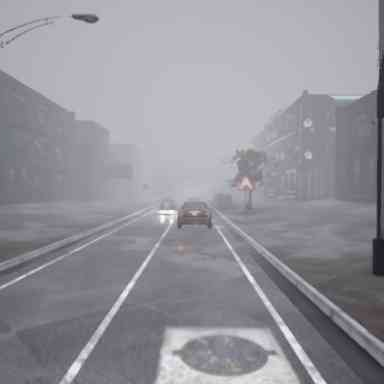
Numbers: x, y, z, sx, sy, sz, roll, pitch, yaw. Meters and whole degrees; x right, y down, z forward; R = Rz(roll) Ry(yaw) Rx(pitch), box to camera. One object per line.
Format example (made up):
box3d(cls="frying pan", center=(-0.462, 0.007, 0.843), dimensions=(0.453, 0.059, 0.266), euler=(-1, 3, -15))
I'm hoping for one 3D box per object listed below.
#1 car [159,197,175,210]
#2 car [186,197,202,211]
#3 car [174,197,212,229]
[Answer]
box3d(cls="car", center=(-2.949, 1.381, 41.373), dimensions=(2.128, 1.511, 4.902), euler=(0, 0, 0))
box3d(cls="car", center=(0.228, 1.400, 40.291), dimensions=(1.837, 1.490, 4.892), euler=(0, 0, 0))
box3d(cls="car", center=(0.170, 1.321, 21.749), dimensions=(2.097, 1.767, 4.553), euler=(0, 0, 0))
